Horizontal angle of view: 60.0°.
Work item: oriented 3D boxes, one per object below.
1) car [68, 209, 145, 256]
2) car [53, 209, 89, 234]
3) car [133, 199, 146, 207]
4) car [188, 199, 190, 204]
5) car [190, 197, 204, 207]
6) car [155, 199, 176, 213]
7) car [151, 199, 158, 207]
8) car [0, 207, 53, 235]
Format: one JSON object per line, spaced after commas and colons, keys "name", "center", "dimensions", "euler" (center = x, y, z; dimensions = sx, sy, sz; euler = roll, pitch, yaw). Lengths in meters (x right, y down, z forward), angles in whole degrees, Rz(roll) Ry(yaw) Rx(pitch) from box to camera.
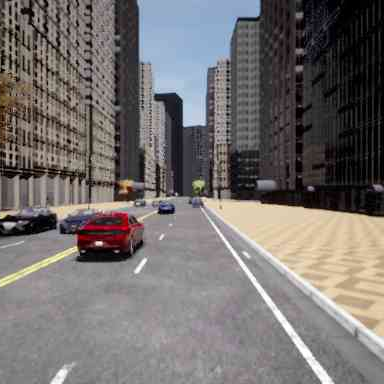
{"name": "car", "center": [-3.146, 1.603, 13.738], "dimensions": [1.882, 1.535, 5.008], "euler": [0, 0, 0]}
{"name": "car", "center": [-6.593, 1.751, 20.552], "dimensions": [1.994, 1.385, 4.181], "euler": [0, -1, 0]}
{"name": "car", "center": [-9.755, 2.063, 62.436], "dimensions": [2.128, 1.511, 4.902], "euler": [0, -1, 1]}
{"name": "car", "center": [0.017, 2.189, 80.790], "dimensions": [2.033, 1.411, 5.357], "euler": [0, -1, 0]}
{"name": "car", "center": [1.150, 1.905, 61.377], "dimensions": [2.097, 1.767, 4.553], "euler": [0, -1, 0]}
{"name": "car", "center": [-3.140, 1.944, 42.068], "dimensions": [1.994, 1.385, 4.181], "euler": [0, -1, 0]}
{"name": "car", "center": [-6.508, 2.061, 62.451], "dimensions": [2.128, 1.511, 4.902], "euler": [0, -1, 1]}
{"name": "car", "center": [-9.844, 1.676, 20.287], "dimensions": [2.128, 1.511, 4.902], "euler": [0, -1, 0]}
